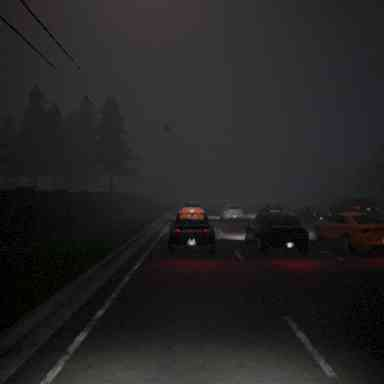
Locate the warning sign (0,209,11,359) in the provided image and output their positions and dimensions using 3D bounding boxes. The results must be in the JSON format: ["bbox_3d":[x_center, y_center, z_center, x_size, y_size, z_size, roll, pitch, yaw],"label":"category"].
[{"bbox_3d":[-3.052,1.152,3.874,1.300,1.860,1.060,0,-1,0],"label":"warning sign"}]

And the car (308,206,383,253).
[{"bbox_3d":[6.998,1.613,14.484,1.882,1.535,5.008,0,0,0],"label":"car"}]

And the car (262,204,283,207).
[{"bbox_3d":[6.989,1.764,29.289,2.128,1.511,4.902,0,0,0],"label":"car"}]

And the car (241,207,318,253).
[{"bbox_3d":[3.496,1.641,14.294,1.837,1.490,4.892,0,0,0],"label":"car"}]

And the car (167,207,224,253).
[{"bbox_3d":[-0.004,1.626,14.287,2.128,1.511,4.902,0,0,0],"label":"car"}]

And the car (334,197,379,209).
[{"bbox_3d":[13.987,1.486,29.022,2.150,2.045,5.566,0,0,0],"label":"car"}]

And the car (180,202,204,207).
[{"bbox_3d":[-0.012,1.620,29.081,2.097,1.767,4.553,0,-1,0],"label":"car"}]

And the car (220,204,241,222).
[{"bbox_3d":[3.489,1.798,29.380,1.812,1.442,4.674,0,0,0],"label":"car"}]

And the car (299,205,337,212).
[{"bbox_3d":[10.487,1.871,29.106,1.895,1.301,4.718,0,0,0],"label":"car"}]
